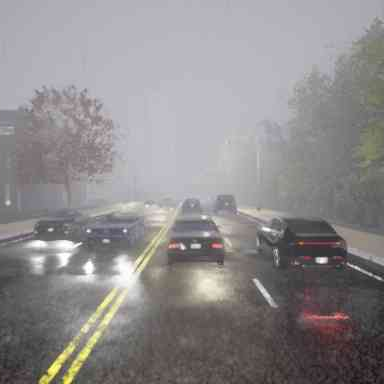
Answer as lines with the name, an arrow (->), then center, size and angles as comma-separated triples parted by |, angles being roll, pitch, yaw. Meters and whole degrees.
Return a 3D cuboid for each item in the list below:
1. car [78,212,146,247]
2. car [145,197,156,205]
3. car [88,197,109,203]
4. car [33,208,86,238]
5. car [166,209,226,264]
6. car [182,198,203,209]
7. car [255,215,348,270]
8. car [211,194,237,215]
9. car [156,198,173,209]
car -> -3.349, 1.609, 15.208 | 1.895, 1.301, 4.718 | 0, 0, 0
car -> -7.021, 1.601, 58.005 | 1.994, 1.385, 4.181 | 0, 0, 0
car -> -20.687, 1.863, 73.498 | 4.313, 1.339, 1.947 | -1, 1, -1
car -> -6.601, 1.573, 17.546 | 1.994, 1.385, 4.181 | 0, 0, 0
car -> 0.100, 1.554, 11.753 | 2.033, 1.411, 5.357 | 0, 0, 0
car -> -0.004, 1.371, 34.370 | 2.097, 1.767, 4.553 | 0, 0, -1
car -> 3.351, 1.511, 10.998 | 1.837, 1.490, 4.892 | 0, 0, 0
car -> 3.252, 1.240, 34.308 | 2.150, 2.045, 5.566 | 0, 0, -1
car -> -3.647, 1.553, 47.305 | 1.812, 1.442, 4.674 | 0, 0, -1
